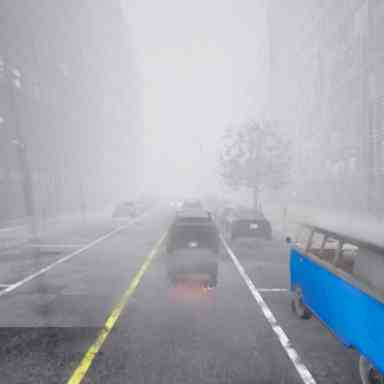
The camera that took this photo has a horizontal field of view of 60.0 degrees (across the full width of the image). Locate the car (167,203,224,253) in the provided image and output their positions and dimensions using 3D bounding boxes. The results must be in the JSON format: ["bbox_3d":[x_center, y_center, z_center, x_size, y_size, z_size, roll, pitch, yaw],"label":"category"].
[{"bbox_3d":[0.049,1.410,13.115,1.837,1.490,4.892,0,1,0],"label":"car"}]

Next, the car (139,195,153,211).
[{"bbox_3d":[-5.299,1.285,32.976,1.752,1.417,4.829,1,0,0],"label":"car"}]

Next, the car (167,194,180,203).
[{"bbox_3d":[-2.793,1.174,58.299,1.895,1.301,4.718,0,0,1],"label":"car"}]

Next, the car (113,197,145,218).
[{"bbox_3d":[-5.301,1.381,27.500,1.802,1.307,4.206,1,0,0],"label":"car"}]

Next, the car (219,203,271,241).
[{"bbox_3d":[2.578,1.449,15.930,1.947,1.339,4.313,1,0,0],"label":"car"}]

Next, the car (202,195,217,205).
[{"bbox_3d":[2.584,1.180,49.844,1.887,1.381,4.507,1,0,0],"label":"car"}]

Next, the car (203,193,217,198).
[{"bbox_3d":[2.584,1.117,44.191,1.967,1.590,4.097,1,0,0],"label":"car"}]

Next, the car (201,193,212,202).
[{"bbox_3d":[2.761,1.039,63.649,1.837,1.490,4.892,0,0,0],"label":"car"}]

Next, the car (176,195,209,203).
[{"bbox_3d":[0.050,1.287,28.067,2.128,1.511,4.902,0,0,0],"label":"car"}]

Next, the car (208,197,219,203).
[{"bbox_3d":[2.580,1.367,27.235,1.947,1.339,4.313,1,0,0],"label":"car"}]

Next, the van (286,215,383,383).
[{"bbox_3d":[2.579,1.307,4.623,1.690,1.788,3.998,1,0,0],"label":"van"}]

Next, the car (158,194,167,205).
[{"bbox_3d":[-5.297,1.216,50.086,1.802,1.307,4.206,1,0,0],"label":"car"}]

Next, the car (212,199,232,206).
[{"bbox_3d":[2.579,1.387,21.582,1.887,1.381,4.507,1,0,0],"label":"car"}]

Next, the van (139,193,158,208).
[{"bbox_3d":[-5.296,1.058,38.791,1.690,1.788,3.998,1,0,0],"label":"van"}]
